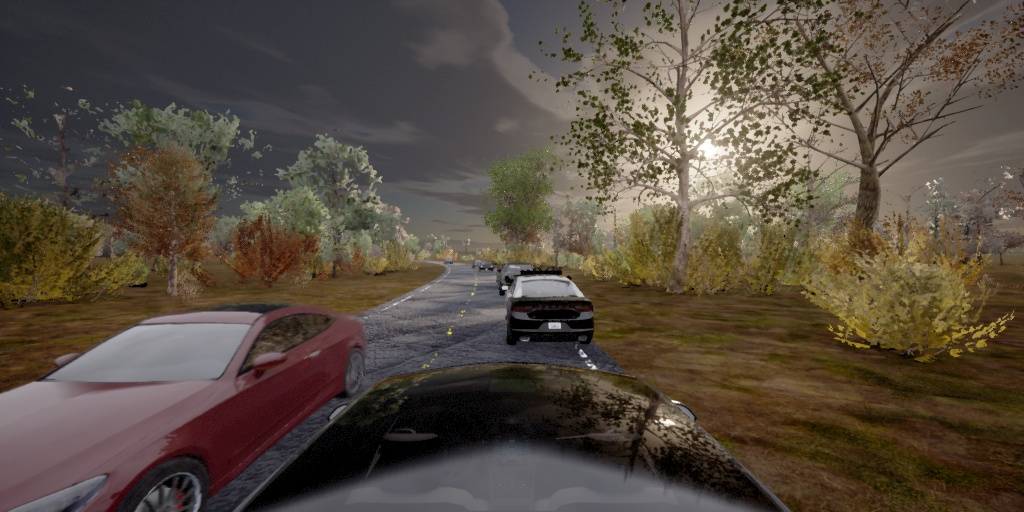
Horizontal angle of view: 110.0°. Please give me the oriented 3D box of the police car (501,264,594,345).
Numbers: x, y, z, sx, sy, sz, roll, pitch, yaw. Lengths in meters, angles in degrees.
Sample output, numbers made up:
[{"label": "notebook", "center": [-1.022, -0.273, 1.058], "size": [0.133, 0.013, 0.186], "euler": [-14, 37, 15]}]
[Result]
[{"label": "police car", "center": [0.765, 1.175, 9.670], "size": [1.930, 1.638, 5.238], "euler": [0, 0, -2]}]

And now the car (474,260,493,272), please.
[{"label": "car", "center": [-3.496, 1.346, 46.563], "size": [1.895, 1.301, 4.718], "euler": [0, 0, -9]}]

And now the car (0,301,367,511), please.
[{"label": "car", "center": [-3.094, 1.275, 3.775], "size": [1.812, 1.442, 4.674], "euler": [0, 0, -1]}]

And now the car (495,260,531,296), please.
[{"label": "car", "center": [0.291, 1.100, 19.598], "size": [2.097, 1.767, 4.553], "euler": [0, 0, -4]}]

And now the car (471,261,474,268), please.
[{"label": "car", "center": [-5.593, 1.291, 58.802], "size": [2.033, 1.411, 5.357], "euler": [0, 0, -11]}]

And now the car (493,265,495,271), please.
[{"label": "car", "center": [-0.155, 1.253, 25.658], "size": [1.837, 1.490, 4.892], "euler": [0, 0, -5]}]
